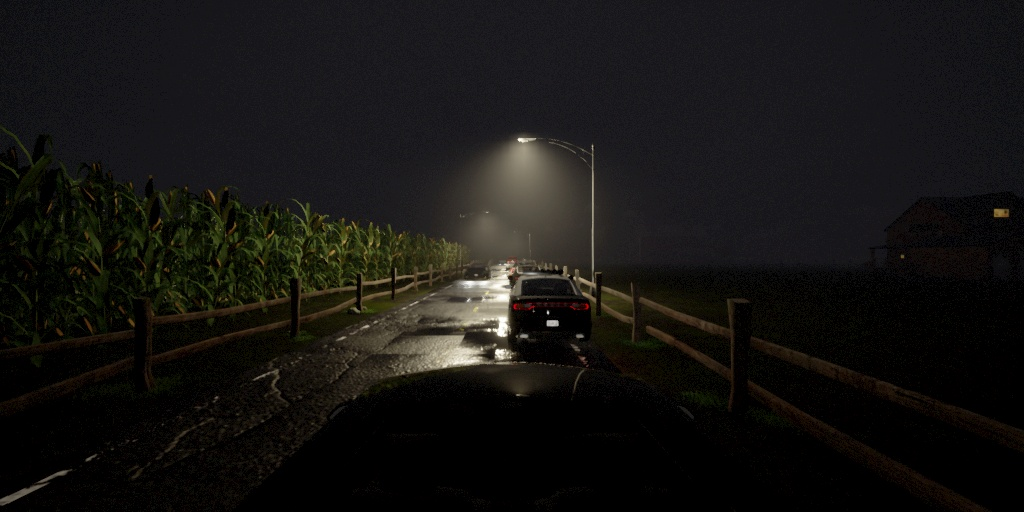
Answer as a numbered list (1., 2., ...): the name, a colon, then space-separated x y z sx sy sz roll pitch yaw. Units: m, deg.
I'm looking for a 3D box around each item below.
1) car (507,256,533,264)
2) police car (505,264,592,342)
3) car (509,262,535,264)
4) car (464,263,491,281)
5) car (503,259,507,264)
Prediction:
1. car: 0.865 1.101 25.801 2.097 1.767 4.553 0 0 0
2. police car: 0.837 1.175 9.940 1.930 1.638 5.238 0 0 0
3. car: 0.855 1.255 19.830 1.837 1.490 4.892 0 0 0
4. car: -2.803 1.313 30.015 1.994 1.385 4.181 0 0 0
5. car: 0.125 1.373 48.134 1.895 1.301 4.718 0 0 1
